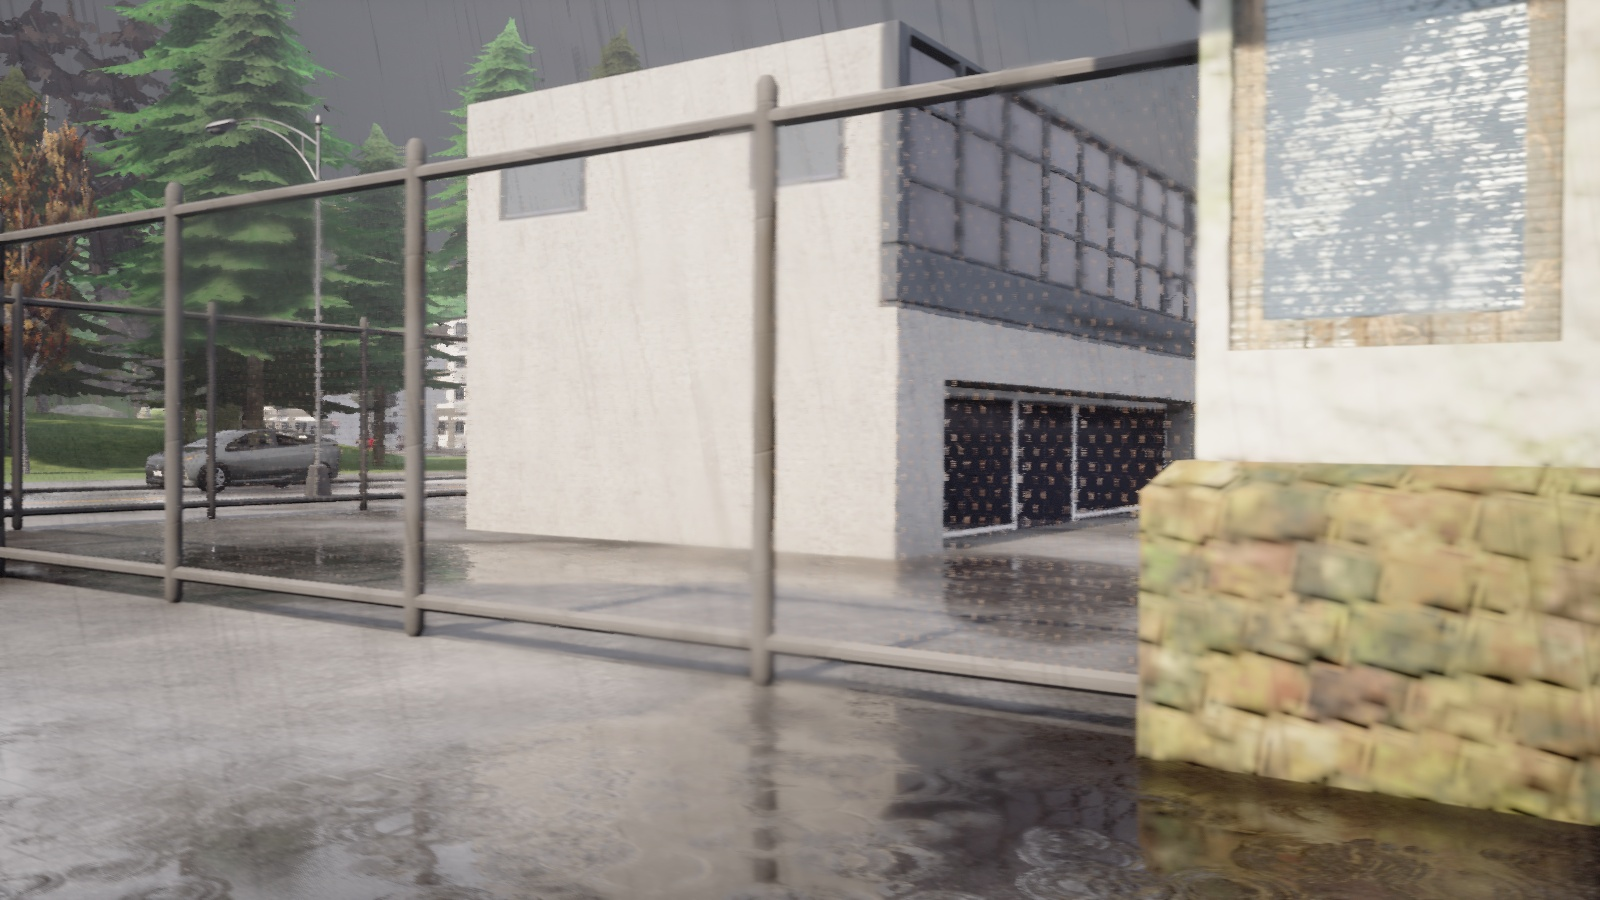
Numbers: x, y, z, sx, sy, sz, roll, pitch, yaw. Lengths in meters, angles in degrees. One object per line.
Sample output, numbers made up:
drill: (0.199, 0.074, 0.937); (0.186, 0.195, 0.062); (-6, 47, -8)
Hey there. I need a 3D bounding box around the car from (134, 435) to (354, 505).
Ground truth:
car: (-13.428, 0.427, 30.578); (2.007, 1.525, 4.514); (0, 1, 33)
